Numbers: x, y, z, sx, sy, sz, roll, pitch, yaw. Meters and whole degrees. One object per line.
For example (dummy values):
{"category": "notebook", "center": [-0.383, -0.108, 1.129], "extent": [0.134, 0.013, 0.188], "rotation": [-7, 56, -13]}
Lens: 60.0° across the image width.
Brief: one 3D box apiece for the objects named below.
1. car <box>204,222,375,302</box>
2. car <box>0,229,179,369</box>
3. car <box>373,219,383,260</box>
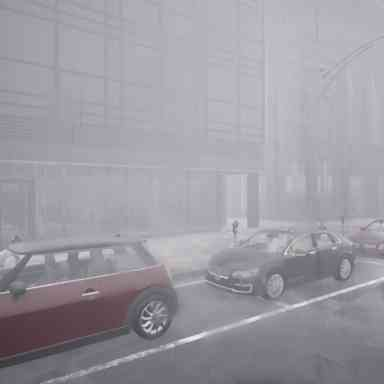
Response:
{"category": "car", "center": [2.308, 1.550, 8.171], "extent": [4.403, 1.369, 2.008], "rotation": [0, 0, -35]}
{"category": "car", "center": [-2.298, 1.440, 4.901], "extent": [4.097, 1.590, 1.967], "rotation": [0, 0, -35]}
{"category": "car", "center": [6.913, 1.580, 11.441], "extent": [4.206, 1.307, 1.802], "rotation": [0, 0, -35]}
